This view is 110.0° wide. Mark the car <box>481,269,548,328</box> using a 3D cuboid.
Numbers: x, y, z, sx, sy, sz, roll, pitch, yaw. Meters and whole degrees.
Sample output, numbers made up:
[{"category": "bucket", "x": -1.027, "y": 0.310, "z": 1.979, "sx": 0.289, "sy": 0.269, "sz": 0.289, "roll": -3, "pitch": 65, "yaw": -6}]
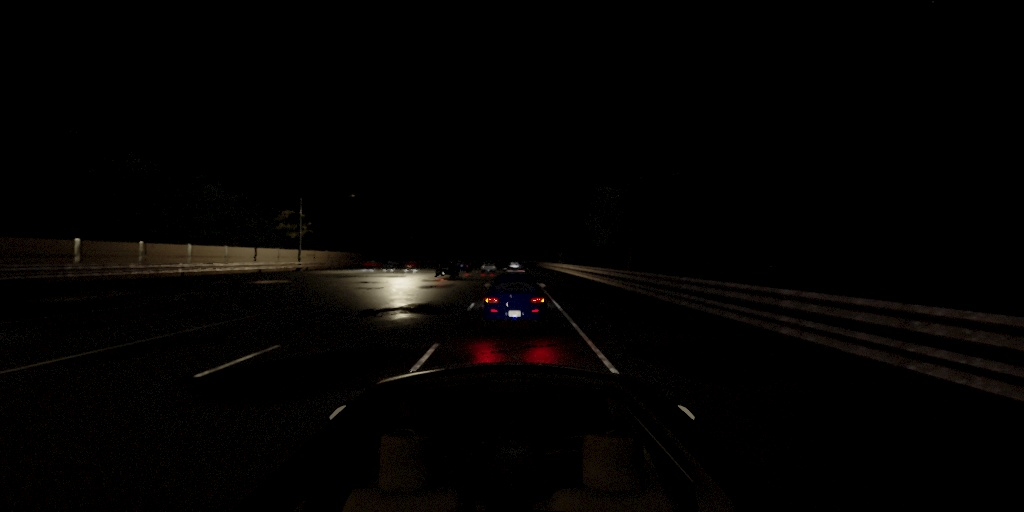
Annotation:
[{"category": "car", "x": 0.087, "y": 1.292, "z": 11.304, "sx": 1.812, "sy": 1.442, "sz": 4.674, "roll": 0, "pitch": 0, "yaw": 1}]

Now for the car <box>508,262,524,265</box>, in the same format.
[{"category": "car", "x": 0.339, "y": 1.382, "z": 29.844, "sx": 2.128, "sy": 1.511, "sz": 4.902, "roll": 0, "pitch": -1, "yaw": 0}]

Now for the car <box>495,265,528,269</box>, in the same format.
[{"category": "car", "x": 0.181, "y": 1.426, "z": 21.557, "sx": 1.895, "sy": 1.301, "sz": 4.718, "roll": 0, "pitch": 0, "yaw": 1}]

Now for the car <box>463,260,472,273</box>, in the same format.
[{"category": "car", "x": -6.697, "y": 1.379, "z": 49.497, "sx": 2.097, "sy": 1.767, "sz": 4.553, "roll": 0, "pitch": -1, "yaw": 0}]

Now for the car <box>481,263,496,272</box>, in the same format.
[{"category": "car", "x": -3.192, "y": 1.659, "z": 50.279, "sx": 1.895, "sy": 1.301, "sz": 4.718, "roll": 0, "pitch": -1, "yaw": 0}]

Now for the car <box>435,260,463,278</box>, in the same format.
[{"category": "car", "x": -6.645, "y": 1.414, "z": 37.037, "sx": 1.837, "sy": 1.490, "sz": 4.892, "roll": 0, "pitch": 0, "yaw": 0}]

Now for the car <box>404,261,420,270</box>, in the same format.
[{"category": "car", "x": -17.462, "y": 1.613, "z": 63.012, "sx": 1.812, "sy": 1.442, "sz": 4.674, "roll": 0, "pitch": -1, "yaw": 0}]
